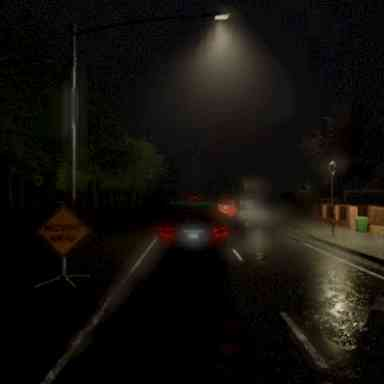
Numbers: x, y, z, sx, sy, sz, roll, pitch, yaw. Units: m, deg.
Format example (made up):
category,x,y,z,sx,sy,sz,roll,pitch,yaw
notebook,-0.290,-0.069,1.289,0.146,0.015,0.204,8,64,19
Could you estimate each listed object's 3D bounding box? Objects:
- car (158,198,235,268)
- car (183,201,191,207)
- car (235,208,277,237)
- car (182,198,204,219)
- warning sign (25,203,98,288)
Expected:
category,x,y,z,sx,sy,sz,roll,pitch,yaw
car,0.057,1.372,12.048,2.150,2.045,5.566,0,0,0
car,-1.306,3.177,87.932,1.882,1.535,5.008,0,-2,0
car,3.579,1.843,19.813,1.895,1.301,4.718,0,-1,0
car,0.065,1.654,35.065,2.150,2.045,5.566,0,-1,0
warning sign,-3.058,1.213,7.942,1.300,1.860,1.060,0,-1,0
